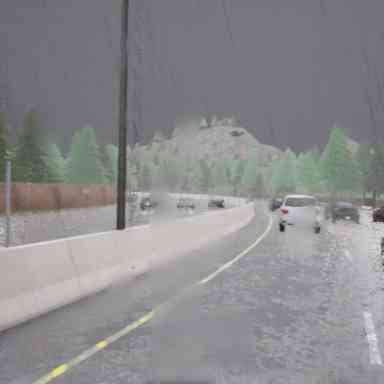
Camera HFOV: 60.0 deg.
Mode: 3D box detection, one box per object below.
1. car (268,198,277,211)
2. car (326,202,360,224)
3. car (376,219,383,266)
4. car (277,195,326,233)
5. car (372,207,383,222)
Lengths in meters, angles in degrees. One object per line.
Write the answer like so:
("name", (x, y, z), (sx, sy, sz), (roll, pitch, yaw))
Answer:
("car", (9.999, 1.437, 38.381), (1.837, 1.490, 4.892), (1, 1, 6))
("car", (11.475, 1.551, 25.643), (1.837, 1.490, 4.892), (1, 0, 13))
("car", (6.117, 1.657, 8.451), (1.895, 1.301, 4.718), (1, 0, 22))
("car", (6.440, 1.208, 19.954), (2.150, 2.045, 5.566), (1, 1, 17))
("car", (14.757, 1.683, 24.425), (1.994, 1.385, 4.181), (1, 0, 13))
